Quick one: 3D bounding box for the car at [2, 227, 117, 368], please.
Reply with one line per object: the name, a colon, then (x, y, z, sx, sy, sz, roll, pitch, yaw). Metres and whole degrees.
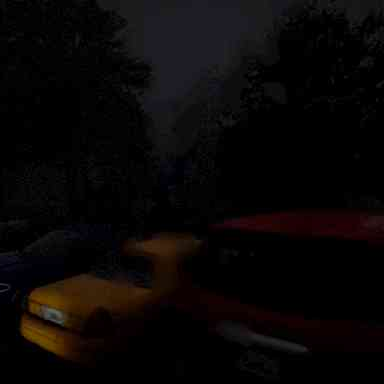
car: (-0.184, 1.482, 6.121, 1.946, 1.575, 5.366, 0, 0, 36)

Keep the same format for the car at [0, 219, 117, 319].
car: (-2.453, 1.488, 7.520, 2.097, 1.535, 5.008, 0, 0, 36)

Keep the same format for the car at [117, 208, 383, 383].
car: (1.991, 1.230, 4.375, 2.435, 2.045, 5.566, 0, 0, 36)

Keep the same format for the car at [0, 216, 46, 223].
car: (-4.742, 1.522, 9.111, 2.163, 1.488, 4.792, 0, 0, 36)

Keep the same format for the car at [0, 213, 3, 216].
car: (-9.238, 1.372, 12.396, 2.185, 1.767, 4.553, 0, 0, 36)
